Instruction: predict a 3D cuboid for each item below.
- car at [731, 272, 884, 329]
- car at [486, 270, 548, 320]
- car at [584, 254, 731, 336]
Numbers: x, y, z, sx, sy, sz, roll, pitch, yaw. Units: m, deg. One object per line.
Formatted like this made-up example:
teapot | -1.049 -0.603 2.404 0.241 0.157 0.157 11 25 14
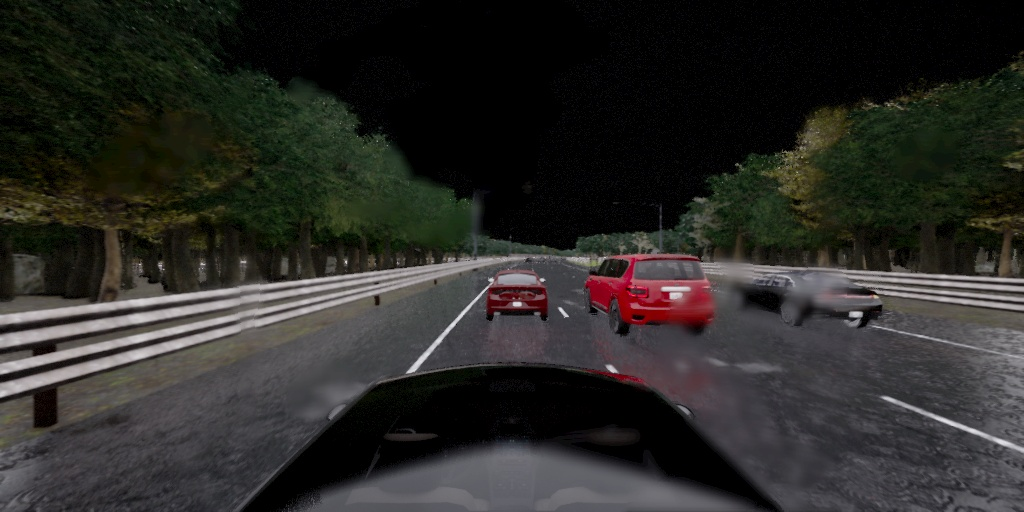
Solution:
car | 8.827 1.242 11.350 2.128 1.511 4.902 0 0 6
car | 0.172 1.223 12.717 1.882 1.535 5.008 0 0 1
car | 3.649 0.970 10.580 2.150 2.045 5.566 0 0 0
